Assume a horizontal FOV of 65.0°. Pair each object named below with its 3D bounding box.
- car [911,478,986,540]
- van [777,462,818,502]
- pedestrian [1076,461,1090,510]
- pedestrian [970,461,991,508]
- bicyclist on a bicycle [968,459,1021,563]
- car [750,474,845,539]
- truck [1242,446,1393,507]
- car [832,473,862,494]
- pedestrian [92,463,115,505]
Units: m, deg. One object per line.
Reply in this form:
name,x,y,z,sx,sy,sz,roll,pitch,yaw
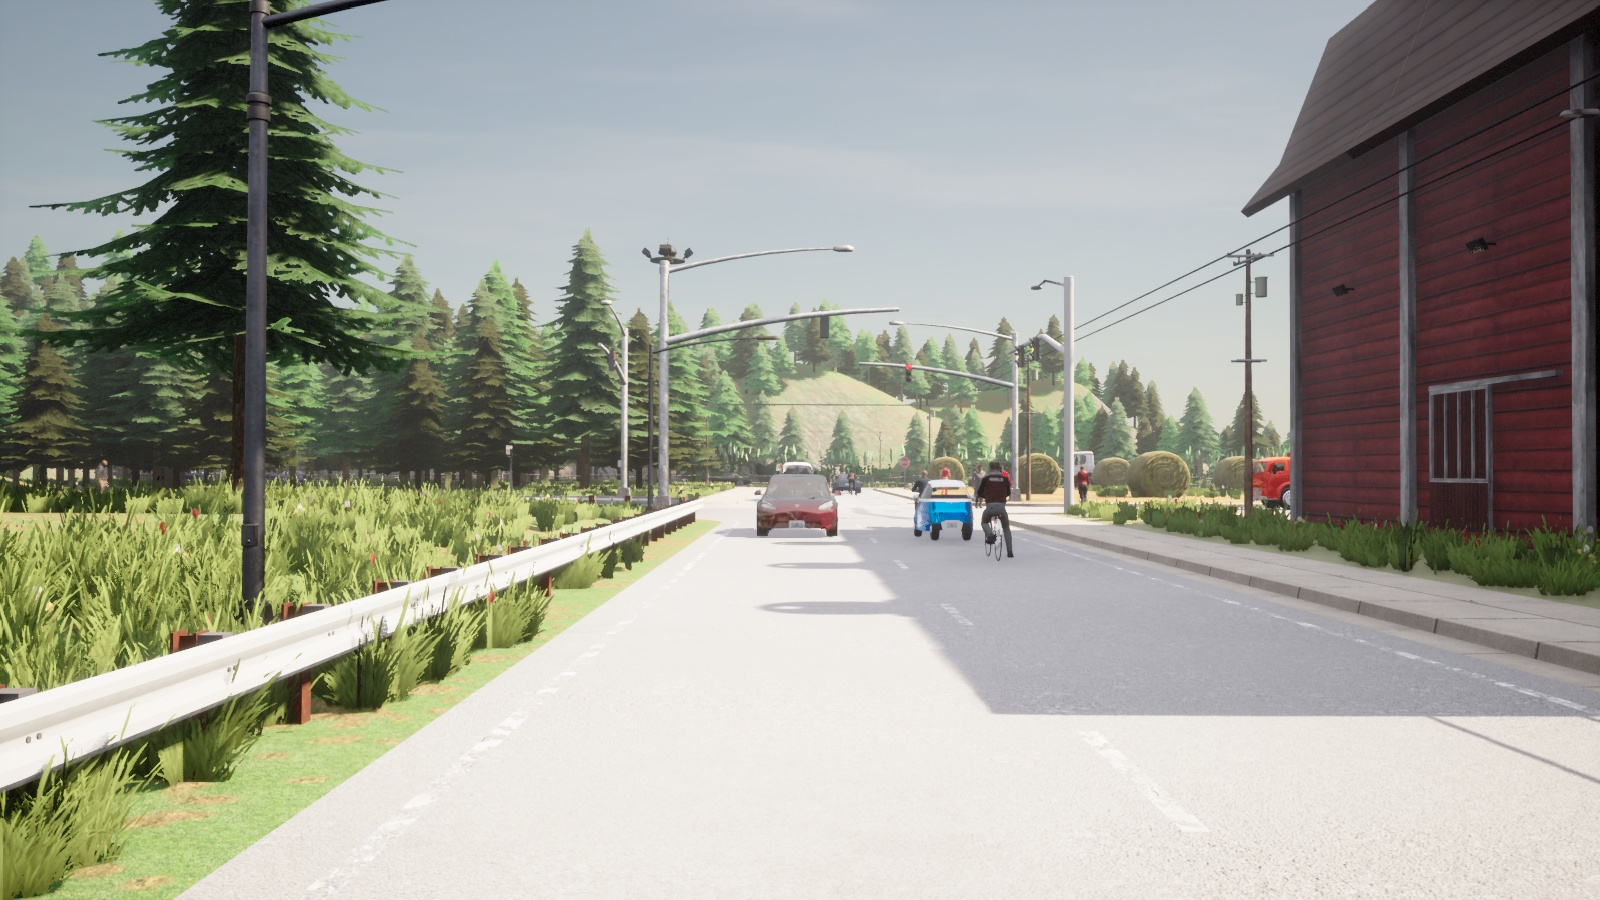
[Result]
car,3.436,1.348,29.386,1.481,1.376,2.207,0,-1,0
van,-0.147,1.652,66.455,2.069,2.038,4.480,0,-1,0
pedestrian,10.779,1.348,47.843,0.331,1.846,0.636,0,-1,-4
pedestrian,7.474,1.432,52.083,0.659,1.952,0.873,0,-1,-4
bicyclist on a bicycle,3.450,1.047,22.406,0.659,1.776,1.843,0,-1,0
car,-0.038,1.338,31.268,2.163,1.488,4.792,0,-1,1
truck,21.534,1.089,52.427,5.204,2.467,2.627,0,-1,-1
car,3.304,2.354,88.869,1.994,1.385,4.181,0,-1,0
pedestrian,-30.685,1.499,55.321,0.694,1.848,0.540,0,-1,1
